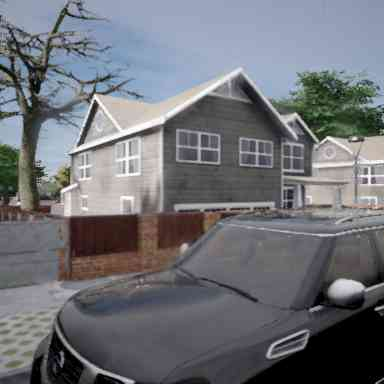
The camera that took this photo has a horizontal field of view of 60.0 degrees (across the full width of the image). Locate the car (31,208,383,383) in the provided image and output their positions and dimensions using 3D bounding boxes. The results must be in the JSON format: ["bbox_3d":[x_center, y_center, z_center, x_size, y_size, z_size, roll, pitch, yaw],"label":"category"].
[{"bbox_3d":[1.214,1.251,3.933,5.566,2.045,2.150,1,0,-35],"label":"car"}]
